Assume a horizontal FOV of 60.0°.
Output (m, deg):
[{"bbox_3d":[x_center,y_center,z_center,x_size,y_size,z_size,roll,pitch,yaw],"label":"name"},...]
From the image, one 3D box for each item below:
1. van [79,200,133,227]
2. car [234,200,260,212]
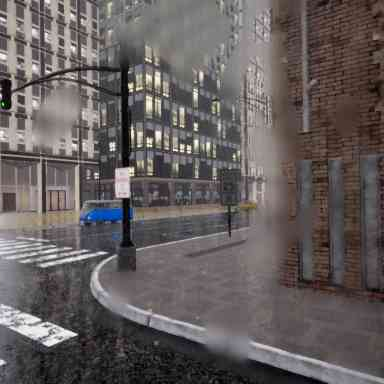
[{"bbox_3d":[-5.987,1.460,23.469,1.690,1.788,3.998,-2,-1,36],"label":"van"},{"bbox_3d":[6.848,1.689,41.378,1.752,1.417,4.829,-2,-1,36],"label":"car"}]
